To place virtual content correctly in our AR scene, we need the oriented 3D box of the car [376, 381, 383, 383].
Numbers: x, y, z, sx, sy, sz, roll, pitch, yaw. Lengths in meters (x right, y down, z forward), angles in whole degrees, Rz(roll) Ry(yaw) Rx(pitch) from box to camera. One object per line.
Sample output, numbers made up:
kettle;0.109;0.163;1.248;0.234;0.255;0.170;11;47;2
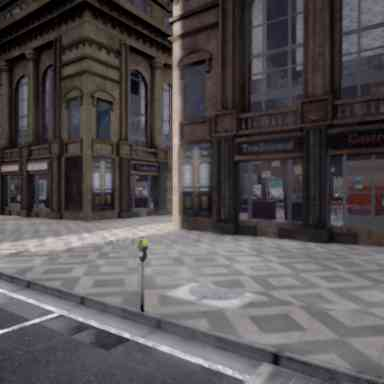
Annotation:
car;2.642;1.442;1.076;4.097;1.590;1.967;0;0;35
